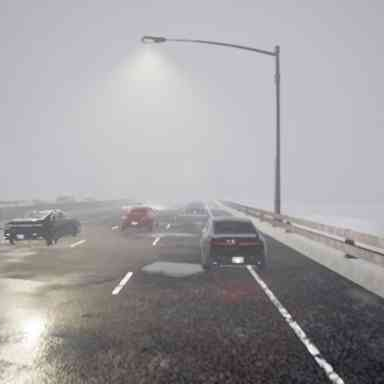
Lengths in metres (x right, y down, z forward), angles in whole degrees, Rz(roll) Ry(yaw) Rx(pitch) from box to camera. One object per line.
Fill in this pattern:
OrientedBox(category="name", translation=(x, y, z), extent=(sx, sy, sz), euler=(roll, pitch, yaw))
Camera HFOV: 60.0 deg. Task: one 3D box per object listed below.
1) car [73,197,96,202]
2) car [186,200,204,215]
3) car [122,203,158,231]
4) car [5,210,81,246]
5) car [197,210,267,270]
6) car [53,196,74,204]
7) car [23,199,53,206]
OrientedBox(category="car", translation=(-16.849, 1.721, 53.680), extent=(2.097, 1.767, 4.553), euler=(0, 0, 2))
OrientedBox(category="car", translation=(0.395, 1.841, 37.107), extent=(1.895, 1.301, 4.718), euler=(0, 0, 2))
OrientedBox(category="car", translation=(-3.304, 1.662, 21.546), extent=(1.812, 1.442, 4.674), euler=(0, 0, 1))
OrientedBox(category="car", translation=(-6.856, 1.591, 15.816), extent=(2.128, 1.511, 4.902), euler=(0, 0, 0))
OrientedBox(category="car", translation=(1.238, 1.576, 11.281), extent=(1.837, 1.490, 4.892), euler=(0, 0, 0))
OrientedBox(category="car", translation=(-20.376, 1.587, 52.949), extent=(2.150, 2.045, 5.566), euler=(0, 0, 2))
OrientedBox(category="car", translation=(-23.930, 1.844, 51.040), extent=(2.128, 1.511, 4.902), euler=(0, 0, 2))
